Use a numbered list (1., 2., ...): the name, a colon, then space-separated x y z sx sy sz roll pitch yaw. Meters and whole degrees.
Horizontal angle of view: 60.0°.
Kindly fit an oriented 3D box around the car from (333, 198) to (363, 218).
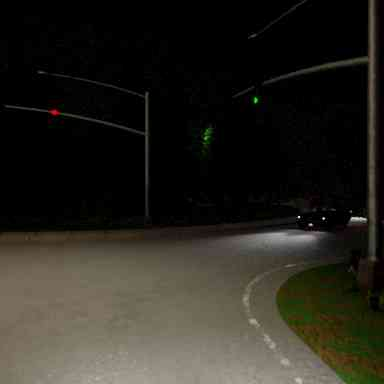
1. car: 14.307 1.537 30.359 1.994 1.385 4.181 0 0 20

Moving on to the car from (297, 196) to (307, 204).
1. car: 19.634 1.451 56.053 1.882 1.535 5.008 0 0 -16

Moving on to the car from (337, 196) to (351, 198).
1. car: 20.789 1.325 46.342 2.097 1.767 4.553 0 0 3

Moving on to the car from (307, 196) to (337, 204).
1. car: 17.203 1.480 44.368 1.837 1.490 4.892 0 0 6

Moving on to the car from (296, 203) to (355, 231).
1. car: 8.297 1.574 20.809 1.895 1.301 4.718 0 0 41
